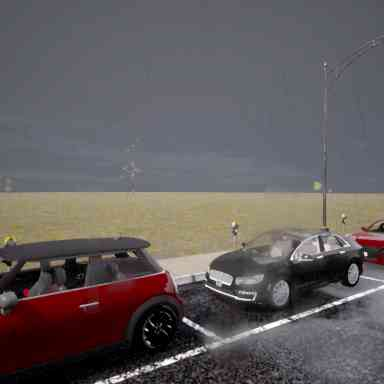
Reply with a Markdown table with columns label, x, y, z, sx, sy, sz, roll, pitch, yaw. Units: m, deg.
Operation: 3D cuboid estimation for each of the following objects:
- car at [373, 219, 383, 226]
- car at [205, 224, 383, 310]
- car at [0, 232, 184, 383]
| label | x | y | z | sx | sy | sz | roll | pitch | yaw |
| --- | --- | --- | --- | --- | --- | --- | --- | --- | --- |
| car | 6.807 | 1.548 | 10.954 | 4.507 | 1.381 | 1.887 | 0 | 1 | -36 |
| car | 2.302 | 1.552 | 7.735 | 4.403 | 1.369 | 2.008 | 0 | 1 | -36 |
| car | -2.202 | 1.440 | 4.516 | 4.097 | 1.590 | 1.967 | 0 | 1 | -36 |
